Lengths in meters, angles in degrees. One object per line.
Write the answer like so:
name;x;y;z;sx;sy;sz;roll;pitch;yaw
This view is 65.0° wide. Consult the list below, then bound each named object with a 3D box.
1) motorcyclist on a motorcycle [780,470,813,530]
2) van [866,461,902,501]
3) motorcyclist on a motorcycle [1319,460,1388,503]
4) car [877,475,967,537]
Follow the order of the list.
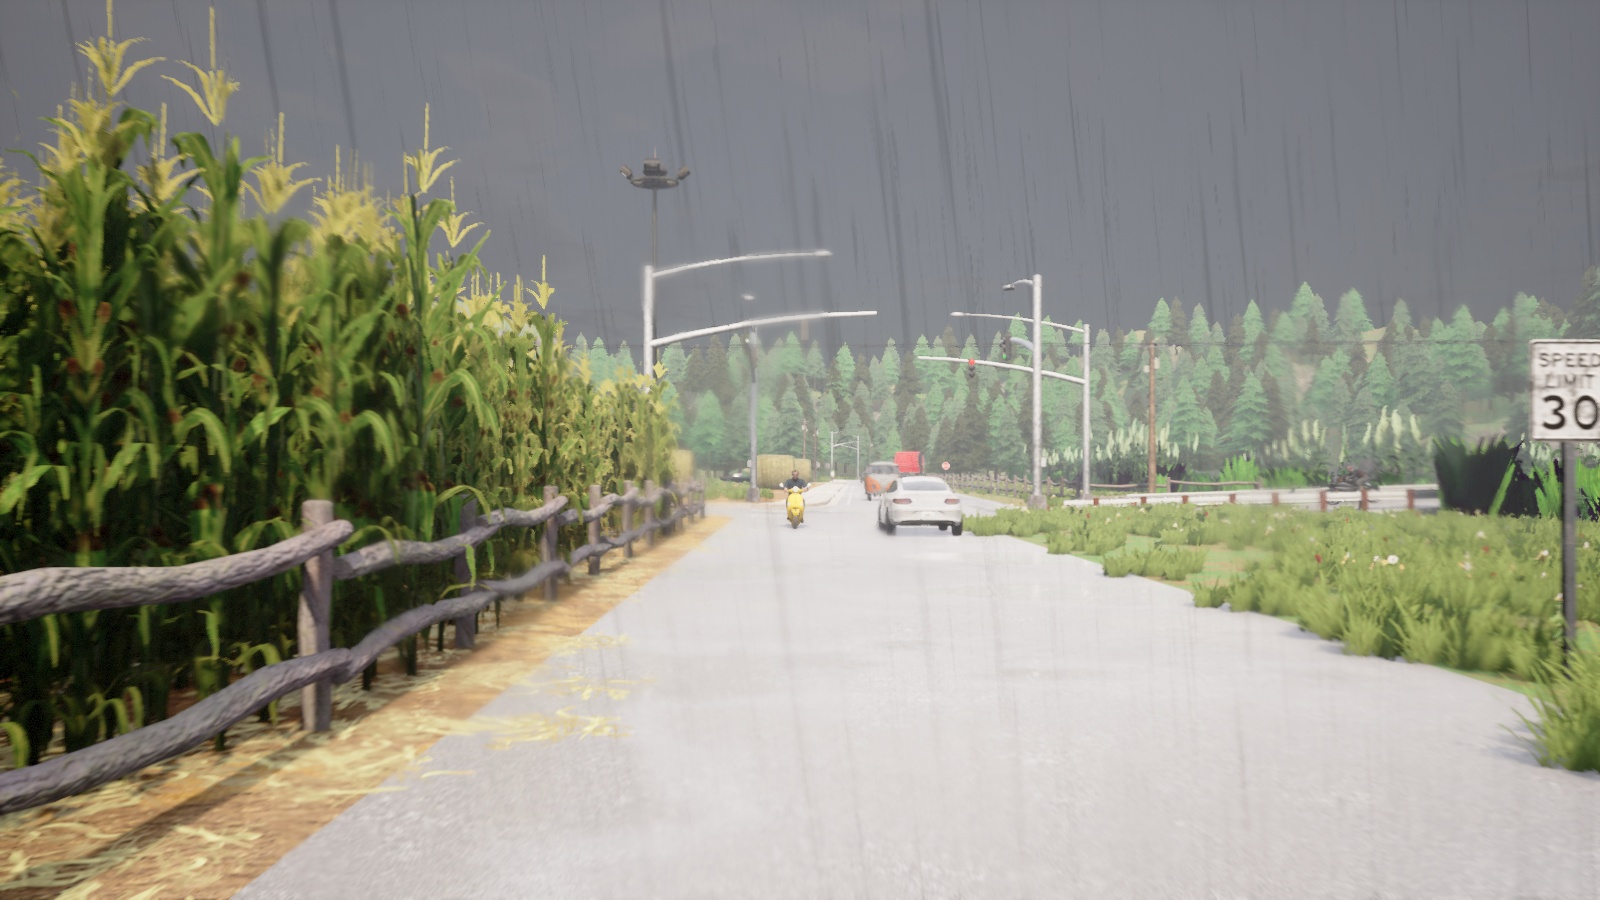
motorcyclist on a motorcycle;-0.110;1.338;34.104;0.866;1.590;1.817;0;-1;-1
van;4.362;1.609;65.475;1.775;1.987;4.442;0;-1;3
motorcyclist on a motorcycle;21.403;1.205;48.568;2.191;1.530;0.866;-3;-1;5
car;3.022;1.362;31.918;1.812;1.442;4.674;0;-1;0
